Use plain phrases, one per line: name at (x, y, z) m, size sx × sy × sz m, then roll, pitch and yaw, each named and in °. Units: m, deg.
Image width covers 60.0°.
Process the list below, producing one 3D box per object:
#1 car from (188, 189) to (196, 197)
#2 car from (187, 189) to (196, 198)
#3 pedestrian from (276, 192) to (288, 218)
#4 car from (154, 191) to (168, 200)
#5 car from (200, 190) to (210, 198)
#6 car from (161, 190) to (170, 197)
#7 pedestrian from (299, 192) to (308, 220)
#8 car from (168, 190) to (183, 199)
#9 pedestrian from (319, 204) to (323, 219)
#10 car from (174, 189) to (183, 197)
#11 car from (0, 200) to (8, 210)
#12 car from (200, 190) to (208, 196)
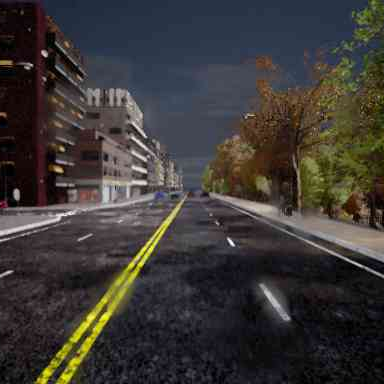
car at (-0.045, 0.124, 88.545) m, size 2.150 × 2.045 × 5.566 m, roll 0°, pitch 1°, yaw 0°
car at (-0.039, 0.574, 78.103) m, size 1.882 × 1.535 × 5.008 m, roll 0°, pitch 1°, yaw 0°
pedestrian at (6.223, 0.873, 22.977) m, size 0.375 × 1.860 × 0.375 m, roll 0°, pitch 1°, yaw 0°
car at (-6.538, 0.701, 67.358) m, size 1.882 × 1.535 × 5.008 m, roll 0°, pitch 1°, yaw 0°
car at (3.210, 0.597, 78.105) m, size 1.837 × 1.490 × 4.892 m, roll 0°, pitch 1°, yaw 0°
car at (-6.542, 0.312, 83.125) m, size 1.882 × 1.535 × 5.008 m, roll 0°, pitch 1°, yaw 0°
pedestrian at (7.316, 0.886, 21.777) m, size 0.375 × 1.860 × 0.375 m, roll 0°, pitch 1°, yaw 0°
car at (-3.290, 0.779, 67.369) m, size 1.994 × 1.385 × 4.181 m, roll 0°, pitch 1°, yaw 0°
pedestrian at (8.739, 1.260, 22.383) m, size 0.500 × 1.100 × 0.500 m, roll 0°, pitch 1°, yaw 0°
car at (-3.292, 0.189, 83.155) m, size 2.097 × 1.767 × 4.553 m, roll 0°, pitch 1°, yaw 0°
car at (-22.868, 1.391, 36.927) m, size 4.507 × 1.381 × 1.887 m, roll -1°, pitch 1°, yaw 0°
car at (3.205, 0.255, 88.488) m, size 2.097 × 1.767 × 4.553 m, roll 0°, pitch 1°, yaw 0°
